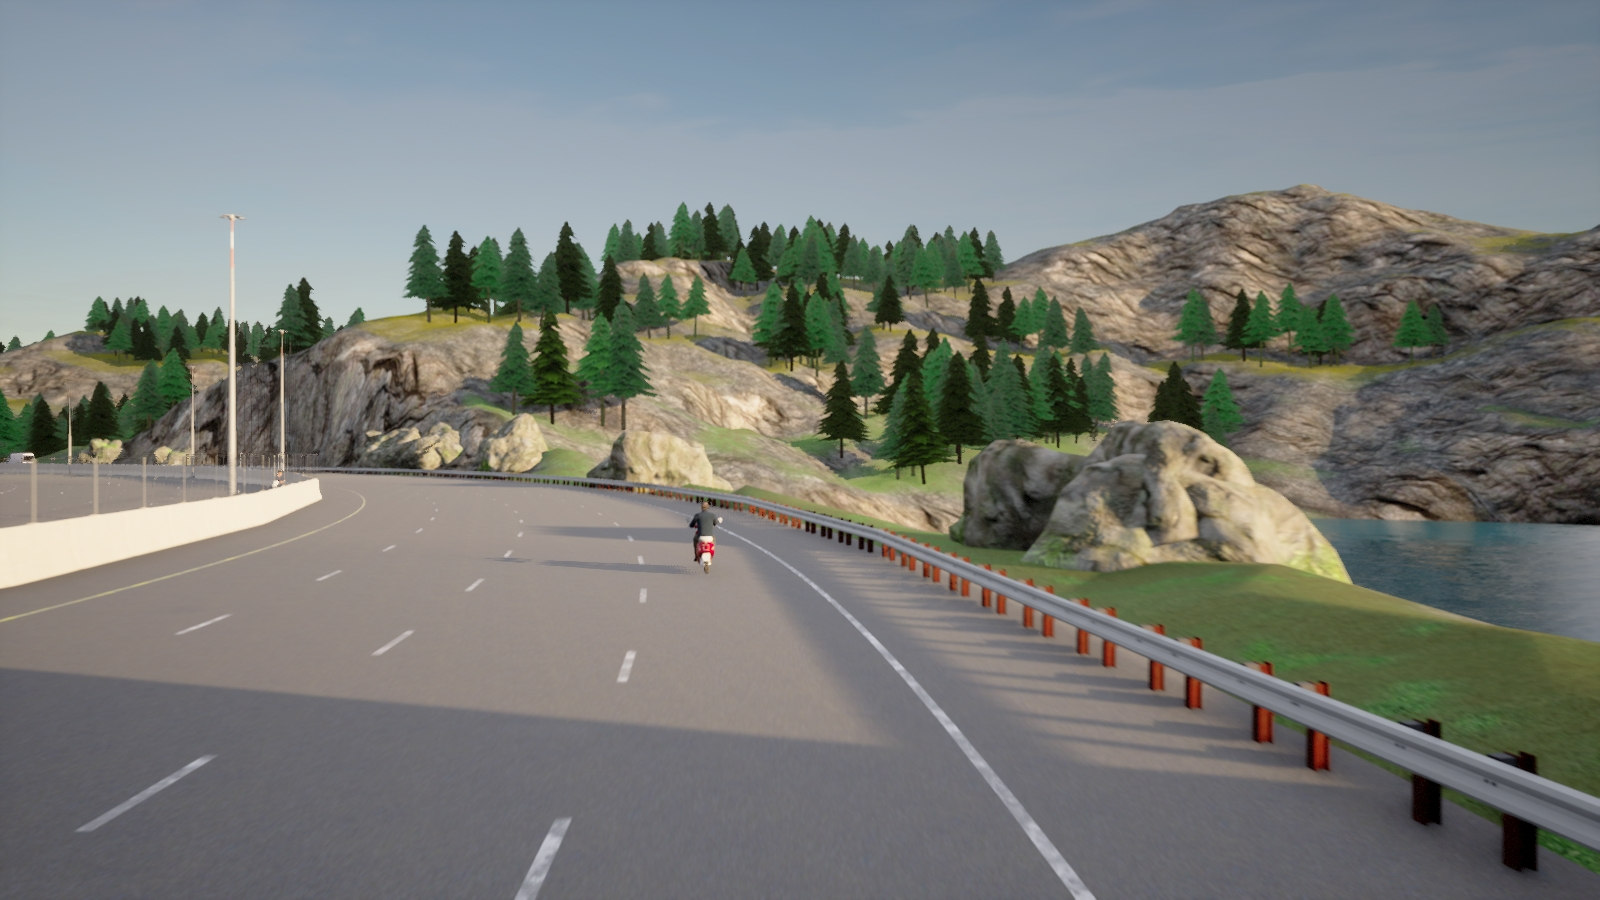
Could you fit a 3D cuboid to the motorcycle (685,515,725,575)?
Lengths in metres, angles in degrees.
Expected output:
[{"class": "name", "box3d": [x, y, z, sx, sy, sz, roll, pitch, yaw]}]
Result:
[{"class": "motorcycle", "box3d": [-2.236, 2.199, 26.717, 0.856, 1.236, 1.805, 0, 0, -8]}]

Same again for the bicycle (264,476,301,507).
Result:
[{"class": "bicycle", "box3d": [-26.237, 2.105, 57.967, 1.643, 1.514, 0.373, -2, -3, -17]}]
